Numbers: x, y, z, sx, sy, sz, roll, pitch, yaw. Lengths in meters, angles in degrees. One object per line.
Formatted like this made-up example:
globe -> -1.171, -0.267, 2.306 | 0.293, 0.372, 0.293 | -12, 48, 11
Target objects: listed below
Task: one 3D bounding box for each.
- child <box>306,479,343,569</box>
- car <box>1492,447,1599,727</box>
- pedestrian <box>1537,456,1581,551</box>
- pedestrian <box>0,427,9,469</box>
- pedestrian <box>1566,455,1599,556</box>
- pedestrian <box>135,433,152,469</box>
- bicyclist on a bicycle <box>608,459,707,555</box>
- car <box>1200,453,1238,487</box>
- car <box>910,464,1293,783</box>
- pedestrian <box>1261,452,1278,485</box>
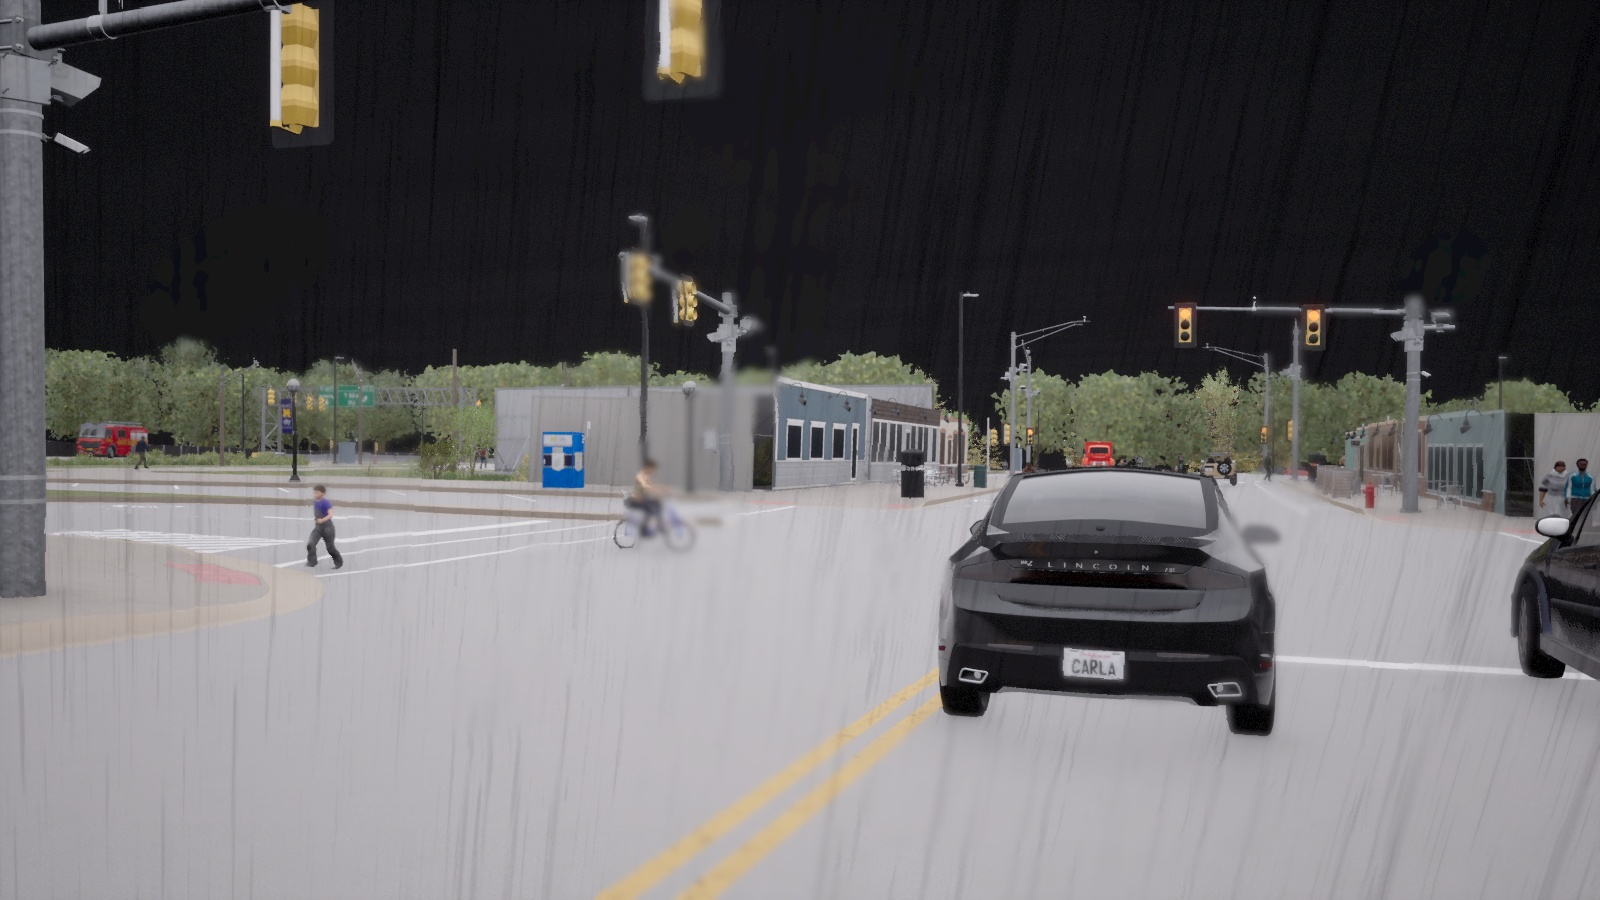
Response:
child -> -6.868, 1.060, 18.142 | 0.270, 1.263, 0.437 | 1, 1, 19
car -> 5.806, 0.822, 7.885 | 1.851, 1.617, 3.988 | 1, -1, 18
pedestrian -> 16.068, 1.110, 26.600 | 0.659, 1.952, 0.873 | 1, 1, 22
pedestrian -> -36.396, -0.096, 57.022 | 0.396, 1.930, 0.692 | 1, 1, 19
pedestrian -> 15.296, 1.071, 24.537 | 0.396, 1.930, 0.692 | 1, 1, 19
pedestrian -> -34.004, 0.041, 65.028 | 0.402, 1.842, 0.726 | 1, 1, 20
bicyclist on a bicycle -> -2.497, 0.979, 22.163 | 1.509, 1.612, 0.866 | 1, 0, 11
car -> 23.680, 1.097, 71.104 | 1.932, 1.855, 4.605 | 1, 0, 17
car -> 2.155, 0.886, 8.577 | 1.837, 1.490, 4.892 | 1, -1, 17
pedestrian -> 28.147, 1.090, 75.282 | 0.423, 1.949, 0.788 | 0, 1, -39
